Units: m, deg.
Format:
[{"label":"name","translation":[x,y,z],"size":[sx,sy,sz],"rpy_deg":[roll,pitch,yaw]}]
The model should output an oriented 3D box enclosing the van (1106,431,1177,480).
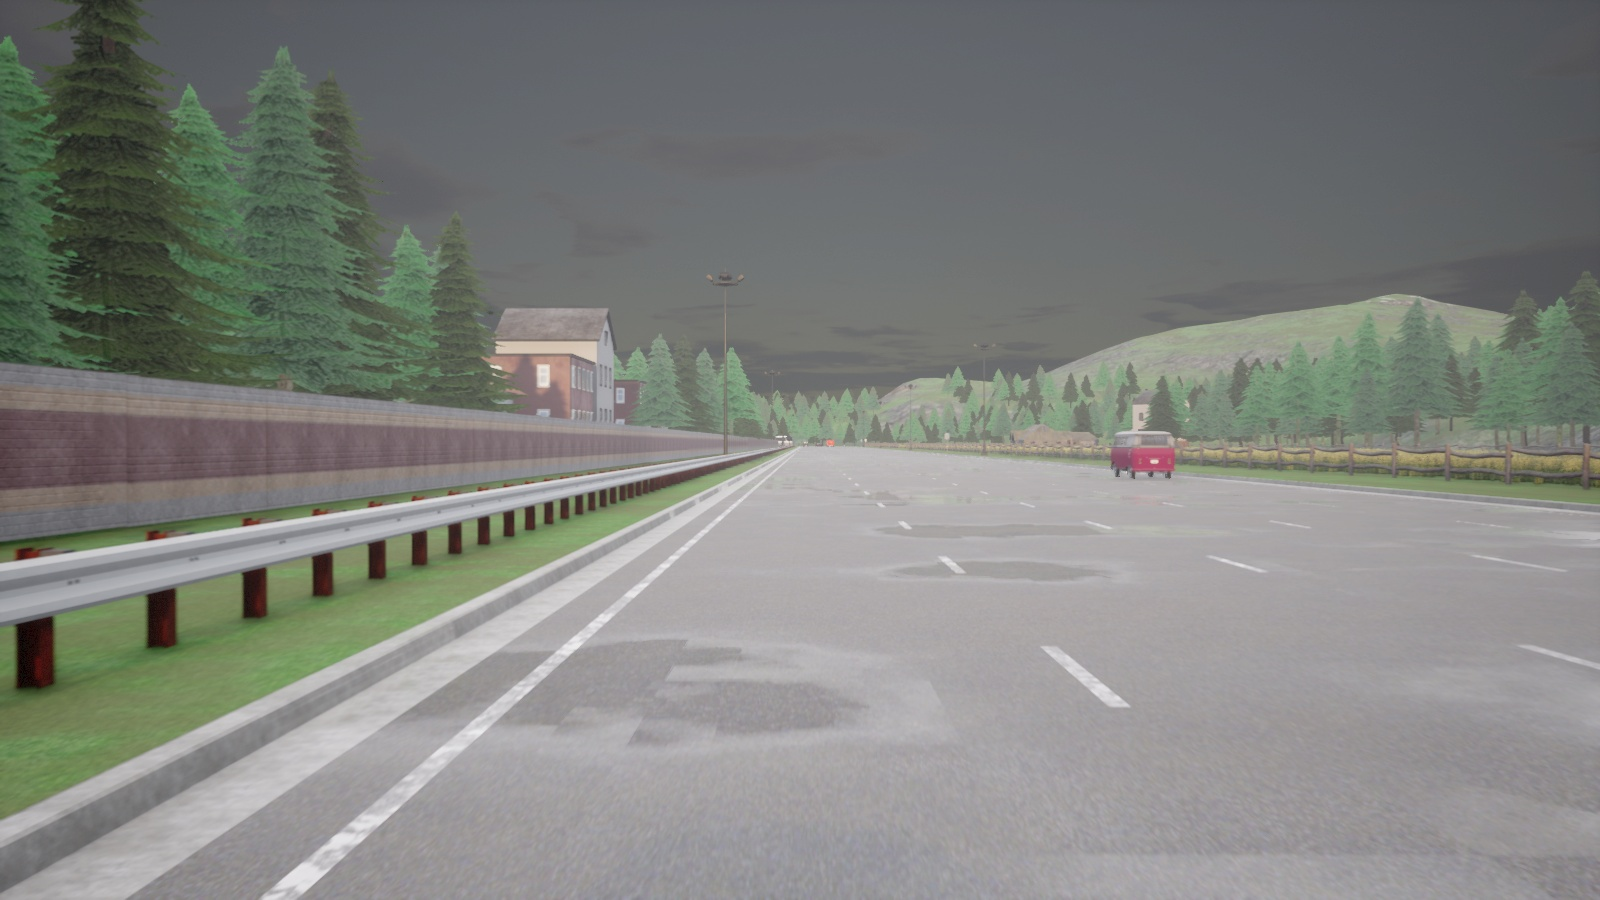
[{"label":"van","translation":[14.321,0.213,52.869],"size":[1.775,1.987,4.442],"rpy_deg":[0,0,0]}]
